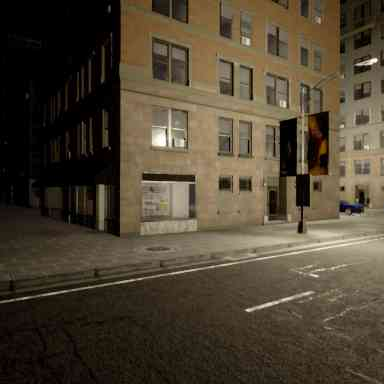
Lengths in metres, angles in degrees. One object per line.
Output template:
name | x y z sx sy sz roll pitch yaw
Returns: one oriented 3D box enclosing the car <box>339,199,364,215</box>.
car | 14.946 1.462 34.038 1.882 1.535 5.008 0 0 -35
